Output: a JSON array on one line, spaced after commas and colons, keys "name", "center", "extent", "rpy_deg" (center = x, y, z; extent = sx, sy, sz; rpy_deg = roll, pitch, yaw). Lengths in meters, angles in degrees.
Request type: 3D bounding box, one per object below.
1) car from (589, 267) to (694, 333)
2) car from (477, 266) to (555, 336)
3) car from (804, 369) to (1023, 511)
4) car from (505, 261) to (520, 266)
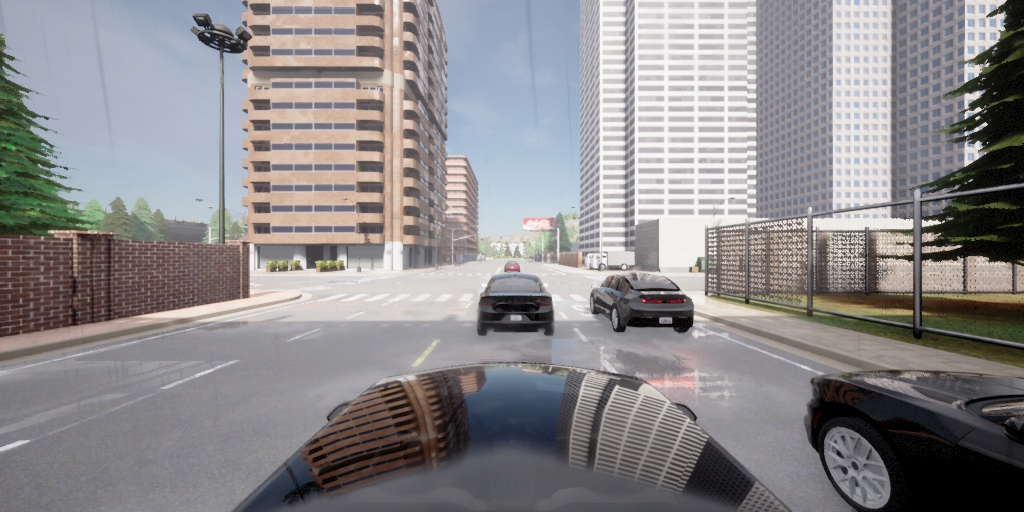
[{"name": "car", "center": [3.622, 1.255, 10.775], "extent": [1.837, 1.490, 4.892], "rpy_deg": [0, 0, 1]}, {"name": "car", "center": [0.087, 1.228, 10.452], "extent": [1.882, 1.535, 5.008], "rpy_deg": [0, 0, 0]}, {"name": "car", "center": [3.602, 1.228, 1.200], "extent": [1.882, 1.535, 5.008], "rpy_deg": [0, 0, 0]}, {"name": "car", "center": [0.028, 1.314, 45.279], "extent": [1.994, 1.385, 4.181], "rpy_deg": [0, 0, -1]}]
